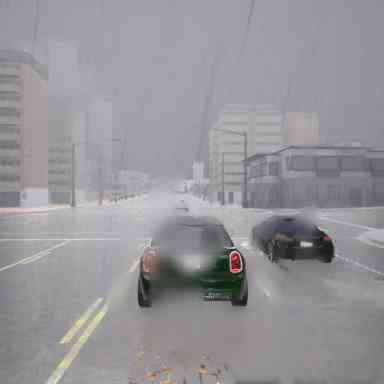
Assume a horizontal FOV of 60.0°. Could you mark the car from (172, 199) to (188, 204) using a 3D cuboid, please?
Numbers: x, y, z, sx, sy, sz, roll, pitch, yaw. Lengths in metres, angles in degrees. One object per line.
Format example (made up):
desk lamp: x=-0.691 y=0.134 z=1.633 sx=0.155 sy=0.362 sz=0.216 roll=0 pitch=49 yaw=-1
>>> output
car: x=-1.507 y=1.618 z=41.853 sx=1.812 sy=1.442 sz=4.674 roll=0 pitch=-1 yaw=-3

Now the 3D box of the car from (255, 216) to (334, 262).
car: x=3.435 y=1.565 z=12.079 sx=1.994 sy=1.385 sz=4.181 roll=0 pitch=0 yaw=-1

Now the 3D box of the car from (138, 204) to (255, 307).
car: x=-0.004 y=1.352 z=8.159 sx=2.097 sy=1.767 sz=4.553 roll=0 pitch=0 yaw=-1
